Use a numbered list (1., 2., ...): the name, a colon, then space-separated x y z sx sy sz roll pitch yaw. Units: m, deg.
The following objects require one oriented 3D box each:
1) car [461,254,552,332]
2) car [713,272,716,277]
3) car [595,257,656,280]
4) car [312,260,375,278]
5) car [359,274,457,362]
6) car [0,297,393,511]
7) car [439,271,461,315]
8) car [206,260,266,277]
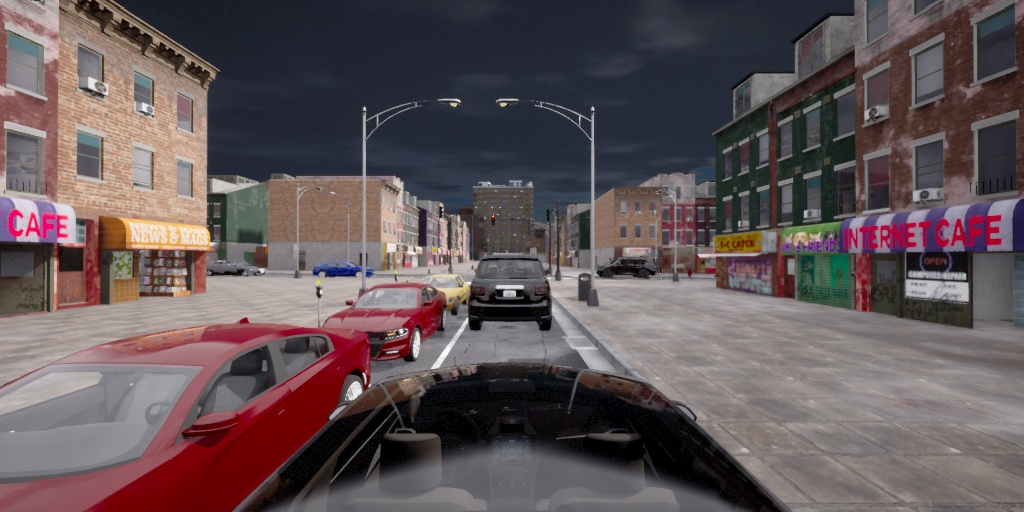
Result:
1. car: -0.028 0.976 11.075 2.150 2.045 5.566 0 0 1
2. car: 22.148 1.637 33.976 5.357 1.411 2.033 1 0 0
3. car: 10.676 1.144 33.980 5.566 2.045 2.150 1 0 1
4. car: -14.385 1.156 30.837 5.008 1.535 1.882 0 0 -2
5. car: -2.637 1.298 8.255 1.888 1.381 4.507 0 0 0
6. car: -2.637 1.295 2.761 1.888 1.381 4.507 0 0 0
7. car: -2.637 1.283 13.579 1.751 1.417 4.829 0 0 0
8. car: -23.883 1.101 30.792 4.902 1.511 2.128 0 0 0
